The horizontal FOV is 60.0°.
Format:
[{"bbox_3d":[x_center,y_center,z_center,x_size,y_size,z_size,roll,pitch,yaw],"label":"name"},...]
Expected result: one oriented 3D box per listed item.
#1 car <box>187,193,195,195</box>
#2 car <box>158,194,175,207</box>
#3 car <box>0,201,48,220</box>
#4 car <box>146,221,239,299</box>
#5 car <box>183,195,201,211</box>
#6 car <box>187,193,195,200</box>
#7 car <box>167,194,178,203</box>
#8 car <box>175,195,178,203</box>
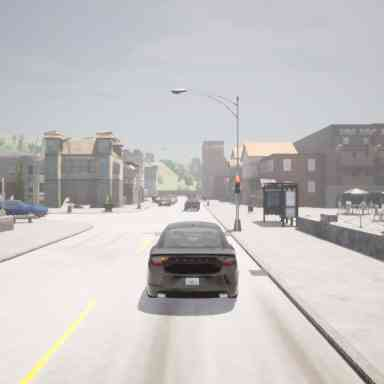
[{"bbox_3d":[-0.205,1.217,76.661,2.150,2.045,5.566,0,0,0],"label":"car"},{"bbox_3d":[-4.232,1.491,51.979,2.128,1.511,4.902,0,0,0],"label":"car"},{"bbox_3d":[-14.632,1.478,27.743,5.008,1.535,1.882,0,0,-1],"label":"car"},{"bbox_3d":[0.028,1.478,8.534,1.882,1.535,5.008,0,0,0],"label":"car"},{"bbox_3d":[0.005,1.505,41.284,1.837,1.490,4.892,1,0,1],"label":"car"},{"bbox_3d":[-0.233,1.187,87.021,2.097,1.767,4.553,0,0,0],"label":"car"},{"bbox_3d":[-4.190,1.355,71.142,2.097,1.767,4.553,0,0,0],"label":"car"},{"bbox_3d":[-4.229,1.352,61.079,2.097,1.767,4.553,0,0,0],"label":"car"}]
